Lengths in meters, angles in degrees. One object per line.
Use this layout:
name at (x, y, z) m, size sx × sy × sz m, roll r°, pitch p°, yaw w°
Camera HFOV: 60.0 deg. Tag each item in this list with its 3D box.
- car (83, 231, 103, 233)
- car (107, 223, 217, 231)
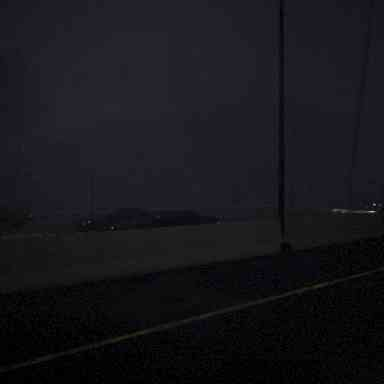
car at (-3.929, 1.503, 18.123) m, size 4.674 × 1.442 × 1.812 m, roll 0°, pitch 0°, yaw -34°
car at (-1.091, 1.528, 15.833) m, size 5.357 × 1.411 × 2.033 m, roll 0°, pitch 0°, yaw -35°
